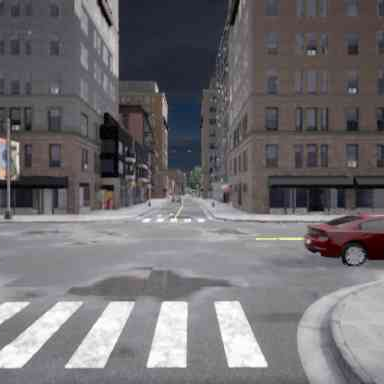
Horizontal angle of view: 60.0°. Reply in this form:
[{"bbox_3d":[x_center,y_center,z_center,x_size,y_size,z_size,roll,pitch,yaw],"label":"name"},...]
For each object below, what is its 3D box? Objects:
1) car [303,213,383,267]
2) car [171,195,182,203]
[{"bbox_3d":[6.202,1.449,10.701,5.008,1.535,1.882,0,0,0],"label":"car"},{"bbox_3d":[-3.183,1.435,67.717,2.128,1.511,4.902,0,0,-2],"label":"car"}]
